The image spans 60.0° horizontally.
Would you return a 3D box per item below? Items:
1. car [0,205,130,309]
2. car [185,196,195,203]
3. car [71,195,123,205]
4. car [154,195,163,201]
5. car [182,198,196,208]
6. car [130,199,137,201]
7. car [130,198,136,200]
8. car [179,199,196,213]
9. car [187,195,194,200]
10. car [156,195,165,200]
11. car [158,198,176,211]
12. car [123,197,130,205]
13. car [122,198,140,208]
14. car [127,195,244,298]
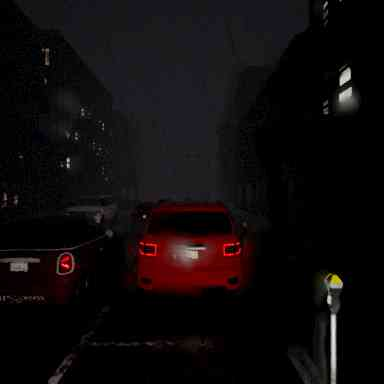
[{"bbox_3d":[-3.051,1.352,8.015,2.097,1.767,4.553,0,0,0],"label":"car"},{"bbox_3d":[-0.453,1.545,70.970,2.008,1.369,4.403,0,0,0],"label":"car"},{"bbox_3d":[-6.246,1.222,21.235,2.150,2.045,5.566,0,0,0],"label":"car"},{"bbox_3d":[-8.834,1.541,87.882,2.008,1.369,4.403,0,0,0],"label":"car"},{"bbox_3d":[-0.454,1.543,48.426,1.887,1.381,4.507,0,0,0],"label":"car"},{"bbox_3d":[-3.145,1.478,24.563,1.882,1.535,5.008,0,0,0],"label":"car"},{"bbox_3d":[-8.834,1.439,42.793,1.967,1.590,4.097,0,0,0],"label":"car"},{"bbox_3d":[-0.454,1.525,37.323,1.752,1.417,4.829,0,0,0],"label":"car"},{"bbox_3d":[-0.452,1.513,93.685,1.752,1.417,4.829,0,0,0],"label":"car"},{"bbox_3d":[-8.834,1.539,93.519,2.008,1.369,4.403,0,0,0],"label":"car"},{"bbox_3d":[-3.045,1.504,40.886,1.837,1.490,4.892,0,0,0],"label":"car"},{"bbox_3d":[-8.833,1.314,37.157,2.192,1.841,5.009,0,0,0],"label":"car"},{"bbox_3d":[-8.834,1.543,48.430,1.887,1.381,4.507,0,0,0],"label":"car"},{"bbox_3d":[-0.038,1.229,8.679,2.150,2.045,5.566,0,0,0],"label":"car"}]
